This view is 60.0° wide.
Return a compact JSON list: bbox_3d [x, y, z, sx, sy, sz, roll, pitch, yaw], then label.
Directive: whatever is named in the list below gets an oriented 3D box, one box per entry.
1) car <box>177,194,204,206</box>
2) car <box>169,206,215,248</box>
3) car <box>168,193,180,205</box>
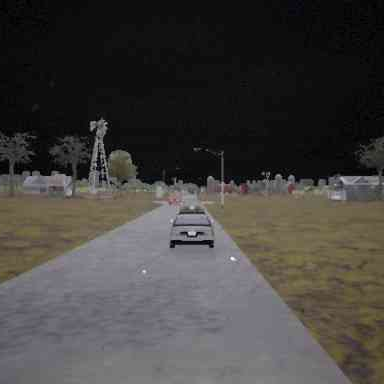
[{"bbox_3d":[0.000,1.341,29.626,2.097,1.767,4.553,0,0,0],"label":"car"},{"bbox_3d":[0.000,1.560,14.653,2.033,1.411,5.357,0,0,0],"label":"car"},{"bbox_3d":[-2.750,1.234,56.635,2.150,2.045,5.566,0,0,0],"label":"car"}]
